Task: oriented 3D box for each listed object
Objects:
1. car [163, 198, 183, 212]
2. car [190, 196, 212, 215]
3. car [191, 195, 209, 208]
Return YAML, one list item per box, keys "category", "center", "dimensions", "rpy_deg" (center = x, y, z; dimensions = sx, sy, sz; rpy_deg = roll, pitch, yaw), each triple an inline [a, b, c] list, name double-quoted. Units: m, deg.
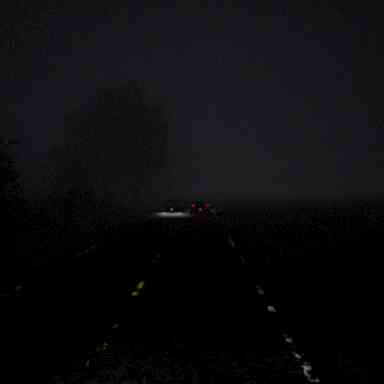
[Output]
- category: "car"
  center: [-1.915, 1.314, 35.146]
  dimensions: [2.033, 1.411, 5.357]
  rpy_deg: [0, 0, 1]
- category: "car"
  center: [0.806, 1.326, 31.603]
  dimensions: [1.812, 1.442, 4.674]
  rpy_deg: [0, 0, 2]
- category: "car"
  center: [1.042, 1.211, 42.803]
  dimensions: [2.128, 1.511, 4.902]
  rpy_deg: [0, 1, 2]
